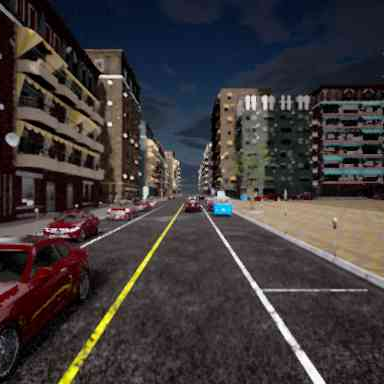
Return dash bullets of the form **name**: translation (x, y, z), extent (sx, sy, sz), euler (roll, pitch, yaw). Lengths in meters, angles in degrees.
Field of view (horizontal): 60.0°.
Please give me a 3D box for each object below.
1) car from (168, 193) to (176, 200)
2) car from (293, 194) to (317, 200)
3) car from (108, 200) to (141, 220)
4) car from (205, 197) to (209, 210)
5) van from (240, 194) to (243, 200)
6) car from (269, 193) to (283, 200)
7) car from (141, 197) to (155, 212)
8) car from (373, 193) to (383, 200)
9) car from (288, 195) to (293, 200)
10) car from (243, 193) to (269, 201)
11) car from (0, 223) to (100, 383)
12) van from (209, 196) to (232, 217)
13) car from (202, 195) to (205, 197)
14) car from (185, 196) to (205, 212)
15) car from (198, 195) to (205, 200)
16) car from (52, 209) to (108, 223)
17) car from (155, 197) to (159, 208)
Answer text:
- **car**: translation (-5.684, 1.247, 93.434), extent (2.192, 1.841, 5.009), euler (1, 0, 0)
- **car**: translation (24.751, 1.122, 71.757), extent (4.097, 1.590, 1.967), euler (0, 0, 0)
- **car**: translation (-5.684, 1.418, 27.353), extent (1.967, 1.590, 4.097), euler (1, 0, 0)
- **car**: translation (2.782, 1.513, 39.202), extent (1.887, 1.381, 4.507), euler (1, 0, 0)
- **van**: translation (13.757, 1.223, 80.216), extent (3.998, 1.788, 1.690), euler (0, 0, 0)
- **car**: translation (19.284, 1.155, 80.177), extent (5.009, 1.841, 2.192), euler (0, 0, 0)
- **car**: translation (-5.762, 1.551, 38.492), extent (1.802, 1.307, 4.206), euler (1, 0, 0)
- **car**: translation (41.333, 0.998, 71.639), extent (4.097, 1.590, 1.967), euler (0, 0, 0)
- **car**: translation (24.814, 1.342, 80.136), extent (4.507, 1.381, 1.887), euler (0, 0, 0)
- **car**: translation (13.697, 1.348, 71.834), extent (4.206, 1.307, 1.802), euler (0, 0, 0)
- **car**: translation (-3.094, 1.521, 5.499), extent (1.812, 1.442, 4.674), euler (0, 0, 0)
- **van**: translation (2.729, 1.316, 30.741), extent (1.690, 1.788, 3.998), euler (1, 0, 0)
- **car**: translation (2.826, 1.511, 49.632), extent (2.008, 1.369, 4.403), euler (1, 0, 0)
- **car**: translation (0.097, 1.516, 38.929), extent (2.033, 1.411, 5.357), euler (0, 0, 0)
- **car**: translation (2.693, 1.498, 93.395), extent (1.947, 1.339, 4.313), euler (1, 0, 0)
- **car**: translation (-5.681, 1.569, 16.214), extent (1.802, 1.307, 4.206), euler (1, 0, 0)
- **car**: translation (-5.811, 1.402, 47.396), extent (1.967, 1.590, 4.097), euler (1, 0, 0)
